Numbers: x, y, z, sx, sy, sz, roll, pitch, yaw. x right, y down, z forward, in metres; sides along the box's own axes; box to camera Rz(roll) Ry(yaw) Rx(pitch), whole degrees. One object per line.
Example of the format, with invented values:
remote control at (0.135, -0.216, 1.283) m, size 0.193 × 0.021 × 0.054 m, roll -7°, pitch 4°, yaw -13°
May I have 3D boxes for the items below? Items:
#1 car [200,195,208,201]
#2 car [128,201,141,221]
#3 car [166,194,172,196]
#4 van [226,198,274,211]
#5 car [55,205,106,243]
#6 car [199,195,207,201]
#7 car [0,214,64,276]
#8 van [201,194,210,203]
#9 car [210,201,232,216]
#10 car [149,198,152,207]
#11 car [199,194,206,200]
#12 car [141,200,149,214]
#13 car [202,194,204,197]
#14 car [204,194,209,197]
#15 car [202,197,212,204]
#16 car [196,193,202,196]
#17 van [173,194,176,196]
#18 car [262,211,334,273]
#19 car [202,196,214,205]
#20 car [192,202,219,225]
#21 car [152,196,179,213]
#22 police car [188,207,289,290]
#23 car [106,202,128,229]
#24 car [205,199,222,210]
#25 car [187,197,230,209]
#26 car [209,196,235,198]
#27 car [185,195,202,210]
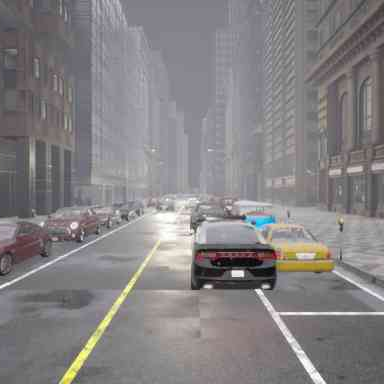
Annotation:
car at (2.906, 1.583, 83.078) m, size 1.887 × 1.381 × 4.507 m, roll 0°, pitch 0°, yaw 0°
car at (-5.718, 1.569, 27.063) m, size 1.947 × 1.339 × 4.313 m, roll 0°, pitch 0°, yaw 0°
car at (-5.649, 1.467, 66.278) m, size 1.967 × 1.590 × 4.097 m, roll 0°, pitch 0°, yaw 0°
van at (2.786, 1.342, 15.858) m, size 1.690 × 1.788 × 3.998 m, roll 0°, pitch 0°, yaw 0°
car at (-5.738, 1.441, 15.859) m, size 1.967 × 1.590 × 4.097 m, roll 0°, pitch 0°, yaw 0°
car at (2.916, 1.587, 88.681) m, size 1.887 × 1.381 × 4.507 m, roll 0°, pitch 0°, yaw 0°
car at (-5.748, 1.582, 10.257) m, size 1.802 × 1.307 × 4.206 m, roll 0°, pitch 0°, yaw 0°
van at (2.886, 1.372, 71.874) m, size 1.690 × 1.788 × 3.998 m, roll 0°, pitch 0°, yaw 0°
car at (2.817, 1.588, 32.663) m, size 1.802 × 1.307 × 4.206 m, roll 0°, pitch 0°, yaw 0°
car at (-5.679, 1.560, 49.472) m, size 1.887 × 1.381 × 4.507 m, roll 0°, pitch 0°, yaw 0°
car at (2.926, 1.486, 94.282) m, size 1.967 × 1.590 × 4.097 m, roll 0°, pitch 0°, yaw 0°
car at (-5.708, 1.571, 32.665) m, size 1.947 × 1.339 × 4.313 m, roll 0°, pitch 0°, yaw 0°
car at (2.846, 1.456, 49.468) m, size 1.967 × 1.590 × 4.097 m, roll 0°, pitch 0°, yaw 0°
car at (2.826, 1.324, 38.264) m, size 2.192 × 1.841 × 5.009 m, roll 0°, pitch 0°, yaw 0°
car at (2.877, 1.609, 66.273) m, size 1.802 × 1.307 × 4.206 m, roll 0°, pitch 0°, yaw 0°
car at (0.100, 1.372, 55.800) m, size 2.097 × 1.767 × 4.553 m, roll 0°, pitch 0°, yaw 0°
van at (-5.620, 1.379, 83.085) m, size 1.690 × 1.788 × 3.998 m, roll 0°, pitch 0°, yaw 0°
car at (2.777, 1.525, 10.426) m, size 1.752 × 1.417 × 4.829 m, roll 0°, pitch 0°, yaw 0°
car at (2.866, 1.463, 60.671) m, size 1.967 × 1.590 × 4.097 m, roll 0°, pitch 0°, yaw 0°
car at (0.944, 1.529, 25.100) m, size 1.812 × 1.442 × 4.674 m, roll 0°, pitch 0°, yaw 0°
car at (-2.933, 1.500, 37.807) m, size 2.128 × 1.511 × 4.902 m, roll 0°, pitch 0°, yaw 0°
police car at (0.915, 1.425, 9.209) m, size 1.930 × 1.638 × 5.238 m, roll 0°, pitch 0°, yaw 0°
car at (-5.728, 1.552, 21.462) m, size 2.008 × 1.369 × 4.403 m, roll 0°, pitch 0°, yaw 0°
car at (2.837, 1.578, 43.866) m, size 1.947 × 1.339 × 4.313 m, roll 0°, pitch 0°, yaw 0°
car at (0.932, 1.352, 19.070) m, size 2.097 × 1.767 × 4.553 m, roll 0°, pitch 0°, yaw 0°
car at (2.806, 1.318, 27.061) m, size 2.192 × 1.841 × 5.009 m, roll 0°, pitch 0°, yaw 0°
car at (0.100, 1.538, 43.717) m, size 1.812 × 1.442 × 4.674 m, roll 0°, pitch 0°, yaw 1°
